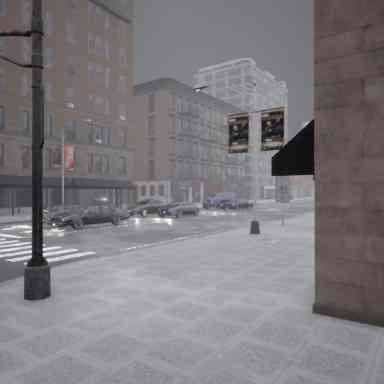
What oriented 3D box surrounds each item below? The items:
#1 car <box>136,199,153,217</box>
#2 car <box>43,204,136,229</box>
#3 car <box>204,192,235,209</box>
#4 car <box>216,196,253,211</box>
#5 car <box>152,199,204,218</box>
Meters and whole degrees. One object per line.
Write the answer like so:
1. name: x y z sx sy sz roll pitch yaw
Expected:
1. car: -3.967 1.416 30.542 1.837 1.490 4.892 0 0 35
2. car: -6.449 1.489 21.417 2.033 1.411 5.357 0 0 35
3. car: 3.478 1.077 41.036 2.150 2.045 5.566 0 0 36
4. car: 5.079 1.458 37.681 1.895 1.301 4.718 0 0 36
5. car: -1.115 1.467 28.961 1.994 1.385 4.181 0 0 35
